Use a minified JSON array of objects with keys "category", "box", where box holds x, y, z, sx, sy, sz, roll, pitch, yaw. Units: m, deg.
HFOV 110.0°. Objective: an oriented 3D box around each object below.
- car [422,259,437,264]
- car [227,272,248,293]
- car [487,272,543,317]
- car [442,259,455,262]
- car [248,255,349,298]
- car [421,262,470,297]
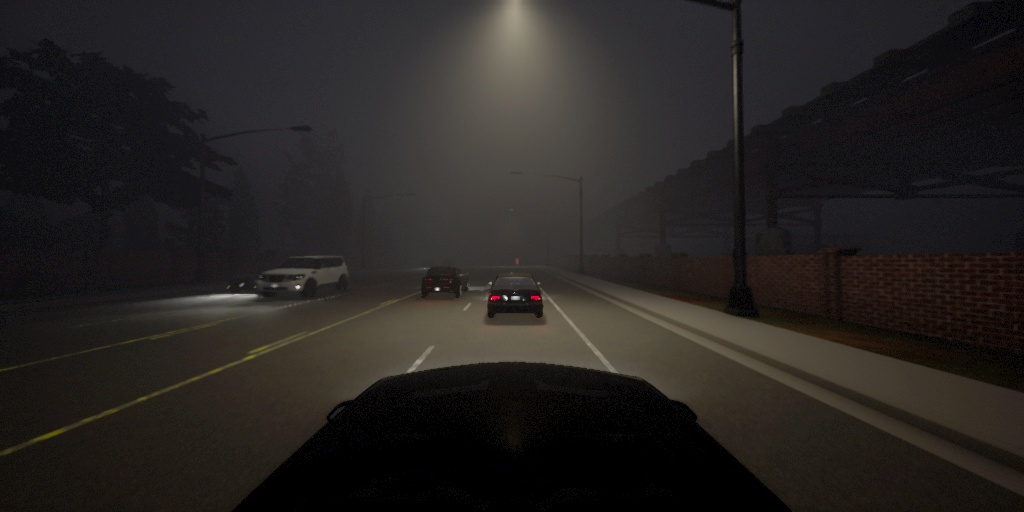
[{"category":"car","box":[-14.148,1.234,61.890,2.128,1.511,4.902,0,0,-1]},{"category":"car","box":[-14.095,1.313,20.688,1.994,1.385,4.181,0,0,0]},{"category":"car","box":[0.101,1.297,13.177,2.033,1.411,5.357,0,0,0]},{"category":"car","box":[-10.617,1.239,60.108,2.128,1.511,4.902,0,0,0]},{"category":"car","box":[-10.598,0.971,18.765,2.150,2.045,5.566,0,0,0]},{"category":"car","box":[-3.398,1.254,18.746,1.837,1.490,4.892,0,0,0]}]
